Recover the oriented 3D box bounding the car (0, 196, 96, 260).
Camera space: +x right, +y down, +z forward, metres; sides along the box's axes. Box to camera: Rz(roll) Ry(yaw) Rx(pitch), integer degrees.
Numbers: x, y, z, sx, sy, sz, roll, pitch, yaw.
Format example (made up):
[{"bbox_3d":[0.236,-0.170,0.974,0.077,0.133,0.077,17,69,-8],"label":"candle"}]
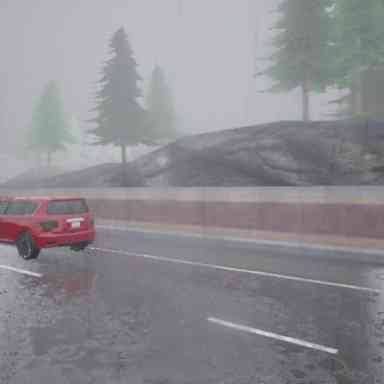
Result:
[{"bbox_3d":[-5.975,1.161,12.362,5.566,2.045,2.150,0,0,35],"label":"car"}]
